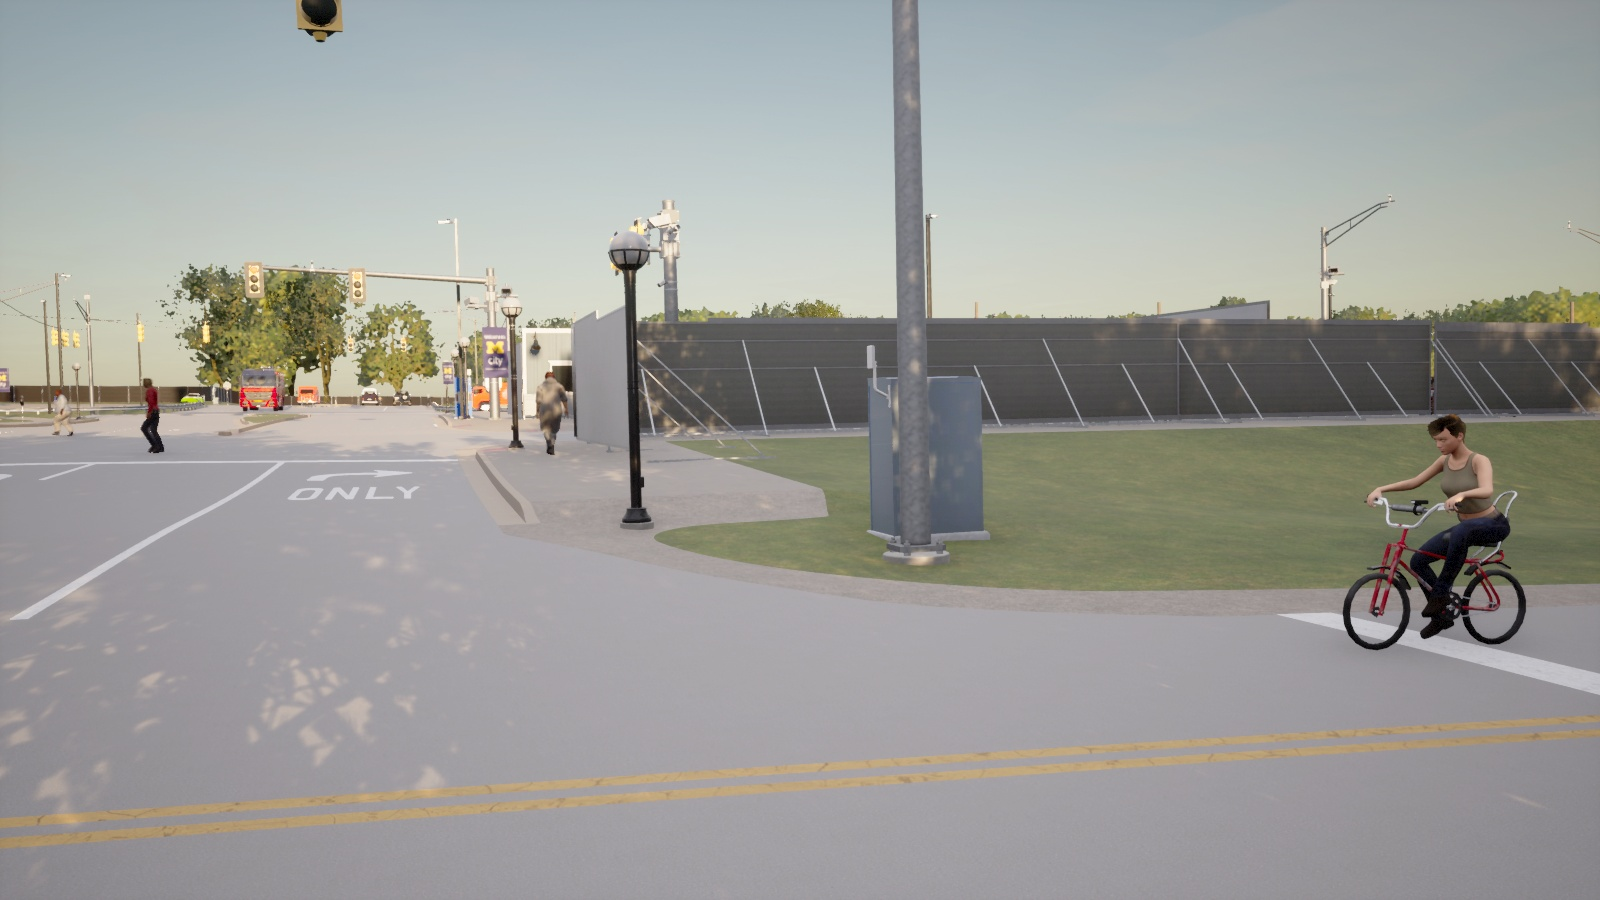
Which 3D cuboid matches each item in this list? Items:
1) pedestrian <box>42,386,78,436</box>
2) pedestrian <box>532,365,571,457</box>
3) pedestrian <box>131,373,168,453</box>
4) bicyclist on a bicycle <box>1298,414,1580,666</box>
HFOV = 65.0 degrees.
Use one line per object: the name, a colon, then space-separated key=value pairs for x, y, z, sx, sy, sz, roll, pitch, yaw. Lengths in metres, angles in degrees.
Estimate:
pedestrian: x=-27.853 y=-1.468 z=47.291 sx=0.900 sy=1.855 sz=0.874 roll=-2 pitch=2 yaw=-15
pedestrian: x=-5.404 y=-0.860 z=27.291 sx=0.659 sy=1.952 sz=0.873 roll=-2 pitch=2 yaw=-19
pedestrian: x=-15.317 y=-0.870 z=29.591 sx=0.636 sy=1.846 sz=0.331 roll=-2 pitch=2 yaw=-11
bicyclist on a bicycle: x=4.374 y=0.569 z=8.650 sx=1.509 sy=1.612 sz=0.866 roll=0 pitch=1 yaw=-14
